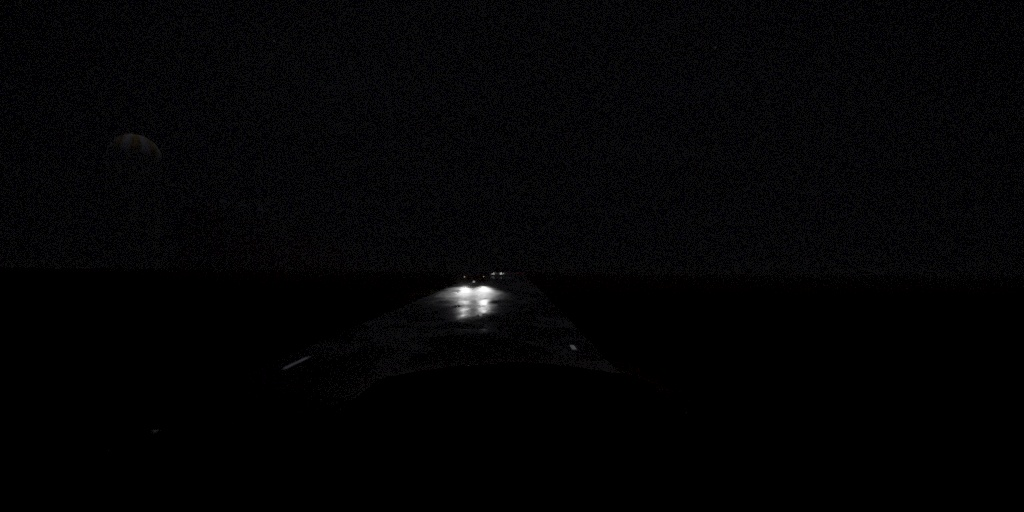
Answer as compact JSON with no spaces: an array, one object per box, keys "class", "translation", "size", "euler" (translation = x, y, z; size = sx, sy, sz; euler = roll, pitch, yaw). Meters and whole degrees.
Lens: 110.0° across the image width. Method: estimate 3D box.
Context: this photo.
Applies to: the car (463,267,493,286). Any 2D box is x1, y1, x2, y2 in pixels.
[{"class":"car","translation":[-2.856,1.681,29.173],"size":[1.895,1.301,4.718],"euler":[0,-1,0]}]
